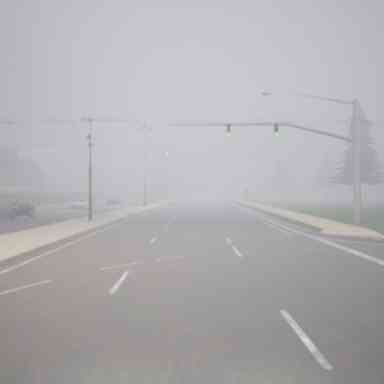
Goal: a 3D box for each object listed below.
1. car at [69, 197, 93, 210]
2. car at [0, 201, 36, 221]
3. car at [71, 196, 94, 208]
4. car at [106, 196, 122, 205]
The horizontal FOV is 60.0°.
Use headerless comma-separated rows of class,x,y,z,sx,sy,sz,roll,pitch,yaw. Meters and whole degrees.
car,-14.310,1.546,43.184,1.812,1.442,4.674,0,0,3
car,-14.896,1.513,27.756,2.128,1.511,4.902,0,0,2
car,-17.378,1.548,52.994,1.882,1.535,5.008,0,1,2
car,-13.674,1.497,58.377,1.882,1.535,5.008,0,0,2
